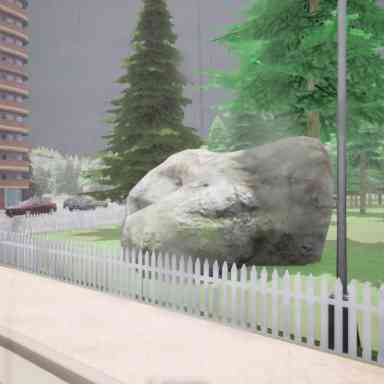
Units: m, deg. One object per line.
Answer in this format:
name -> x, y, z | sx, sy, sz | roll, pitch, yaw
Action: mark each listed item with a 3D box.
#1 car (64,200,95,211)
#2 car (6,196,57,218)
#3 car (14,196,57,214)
car -> -12.814, 1.508, 39.059 | 1.994, 1.385, 4.181 | 0, 0, 4
car -> -14.466, 1.422, 30.220 | 1.882, 1.535, 5.008 | 0, 0, 15
car -> -16.727, 1.297, 35.864 | 2.097, 1.767, 4.553 | 0, 0, 8
